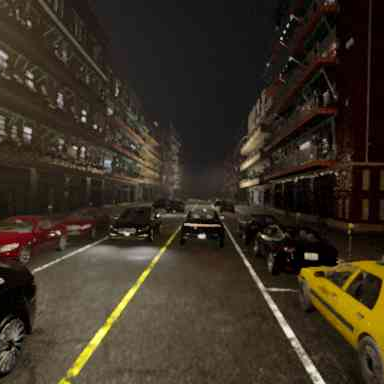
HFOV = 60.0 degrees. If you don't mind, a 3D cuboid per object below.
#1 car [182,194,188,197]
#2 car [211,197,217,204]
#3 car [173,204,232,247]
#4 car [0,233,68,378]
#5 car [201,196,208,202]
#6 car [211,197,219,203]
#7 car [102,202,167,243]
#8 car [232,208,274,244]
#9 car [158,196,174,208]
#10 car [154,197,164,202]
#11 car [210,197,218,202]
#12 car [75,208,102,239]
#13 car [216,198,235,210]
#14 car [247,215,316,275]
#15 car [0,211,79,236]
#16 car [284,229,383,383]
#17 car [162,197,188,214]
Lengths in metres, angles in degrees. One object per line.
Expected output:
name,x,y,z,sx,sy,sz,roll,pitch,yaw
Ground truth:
car,-2.344,1.804,90.103,1.887,1.381,4.507,2,0,2
car,4.734,1.749,55.820,1.967,1.590,4.097,2,0,2
car,0.494,1.545,15.516,2.128,1.511,4.902,2,0,2
car,-3.097,1.408,2.632,2.128,1.511,4.902,2,0,2
car,3.491,1.793,93.865,2.097,1.767,4.553,2,0,2
car,5.810,2.017,84.121,2.008,1.369,4.403,2,0,2
car,-2.579,1.468,16.139,1.837,1.490,4.892,2,1,2
car,3.264,1.701,16.198,1.947,1.339,4.313,2,0,2
car,-3.852,1.480,50.479,1.967,1.590,4.097,2,0,2
car,-4.073,1.579,44.821,1.947,1.339,4.313,2,0,2
car,6.241,2.086,95.443,2.008,1.369,4.403,2,0,2
car,-5.201,1.474,16.523,1.802,1.307,4.206,2,0,2
car,4.090,1.754,39.009,1.752,1.417,4.829,2,0,2
car,3.110,1.681,10.536,1.947,1.339,4.313,2,0,2
car,-5.479,1.450,10.866,1.802,1.307,4.206,2,0,2
car,2.922,1.621,5.043,1.752,1.417,4.829,2,0,2
car,-1.699,1.602,36.758,2.033,1.411,5.357,2,0,2
